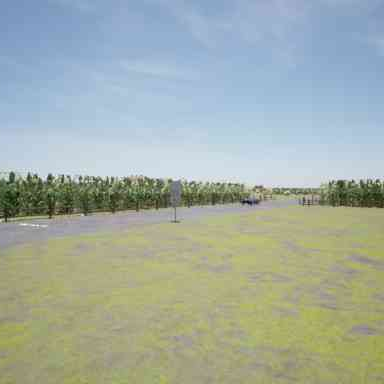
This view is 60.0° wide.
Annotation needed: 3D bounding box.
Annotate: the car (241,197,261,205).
[{"bbox_3d":[10.115,1.573,56.885,1.895,1.301,4.718,0,0,31],"label":"car"}]
